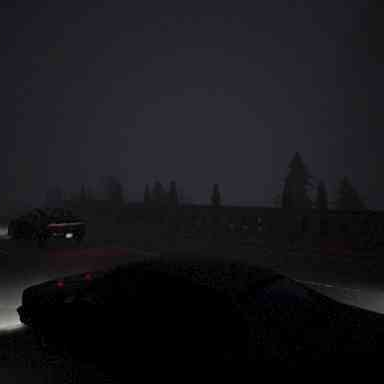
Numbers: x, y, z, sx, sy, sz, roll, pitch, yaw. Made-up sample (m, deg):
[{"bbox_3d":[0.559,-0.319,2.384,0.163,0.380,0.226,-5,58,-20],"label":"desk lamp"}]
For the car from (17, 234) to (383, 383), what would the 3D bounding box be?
[{"bbox_3d":[-0.147,1.548,4.239,5.357,1.411,2.033,0,0,38],"label":"car"}]

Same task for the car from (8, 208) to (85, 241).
[{"bbox_3d":[-6.493,1.468,14.655,2.128,1.511,4.902,0,0,-45],"label":"car"}]
